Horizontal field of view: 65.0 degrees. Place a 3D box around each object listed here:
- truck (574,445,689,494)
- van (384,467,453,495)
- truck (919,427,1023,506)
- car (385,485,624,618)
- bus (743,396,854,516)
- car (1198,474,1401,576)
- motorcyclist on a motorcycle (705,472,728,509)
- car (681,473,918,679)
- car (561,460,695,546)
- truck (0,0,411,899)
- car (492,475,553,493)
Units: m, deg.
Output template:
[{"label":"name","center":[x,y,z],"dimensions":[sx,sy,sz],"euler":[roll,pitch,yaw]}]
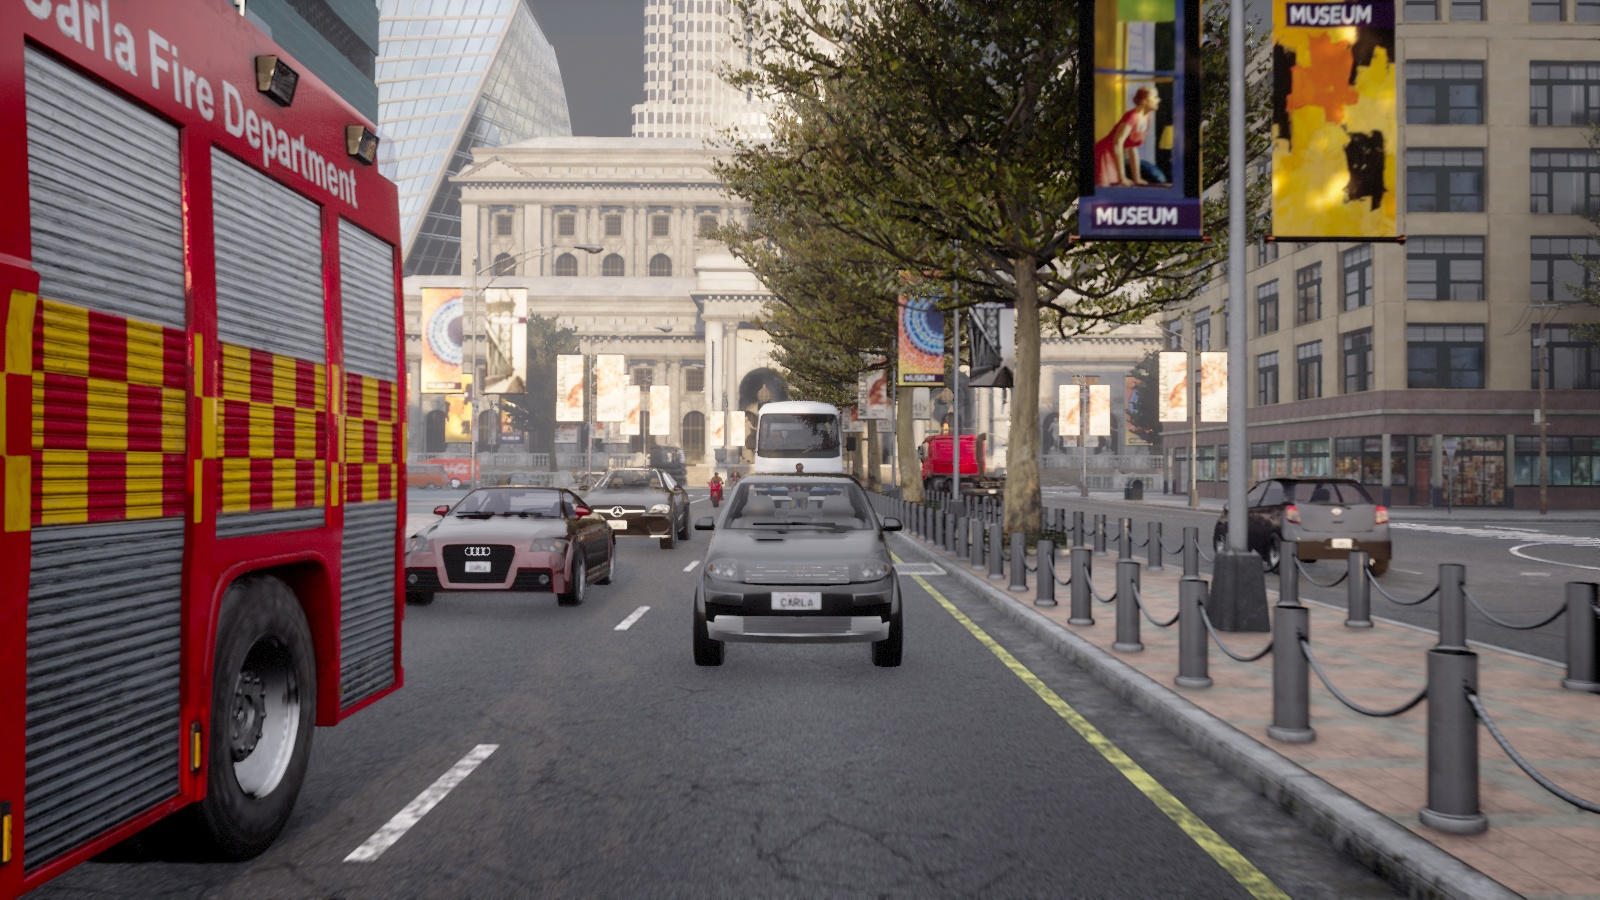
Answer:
[{"label":"truck","center":[-12.273,1.440,92.028],"dimensions":[7.936,3.462,2.891],"euler":[0,-1,4]},{"label":"van","center":[-27.784,2.227,91.522],"dimensions":[4.442,1.987,1.775],"euler":[0,-1,0]},{"label":"truck","center":[7.933,0.806,59.384],"dimensions":[2.891,3.462,7.936],"euler":[0,-1,-7]},{"label":"car","center":[-3.509,1.159,15.738],"dimensions":[1.994,1.385,4.181],"euler":[0,-1,0]},{"label":"bus","center":[-0.033,0.285,50.003],"dimensions":[3.944,4.253,10.273],"euler":[0,-1,0]},{"label":"car","center":[7.978,1.143,20.439],"dimensions":[1.845,1.501,3.633],"euler":[0,-1,0]},{"label":"motorcyclist on a motorcycle","center":[-3.535,1.713,53.255],"dimensions":[0.797,1.523,2.044],"euler":[0,-1,0]},{"label":"car","center":[-0.007,0.986,11.353],"dimensions":[1.789,1.549,3.705],"euler":[0,-1,0]},{"label":"car","center":[-3.522,1.060,26.706],"dimensions":[2.152,1.651,5.027],"euler":[0,-1,0]},{"label":"truck","center":[-3.504,-0.295,2.429],"dimensions":[2.891,3.827,8.468],"euler":[0,-1,0]},{"label":"car","center":[-20.961,2.571,95.016],"dimensions":[4.181,1.385,1.994],"euler":[0,-1,1]}]
